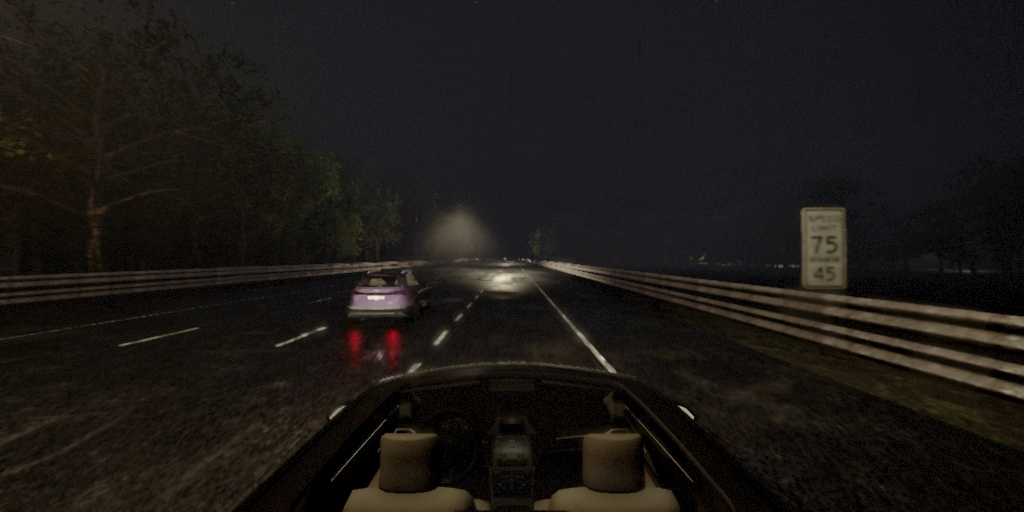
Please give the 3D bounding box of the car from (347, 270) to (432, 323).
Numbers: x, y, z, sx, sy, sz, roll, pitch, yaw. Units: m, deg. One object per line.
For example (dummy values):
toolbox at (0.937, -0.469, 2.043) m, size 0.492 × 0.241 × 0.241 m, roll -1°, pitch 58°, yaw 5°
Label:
car at (-3.978, 1.270, 12.299) m, size 2.033 × 1.649 × 4.856 m, roll 0°, pitch -1°, yaw -4°
